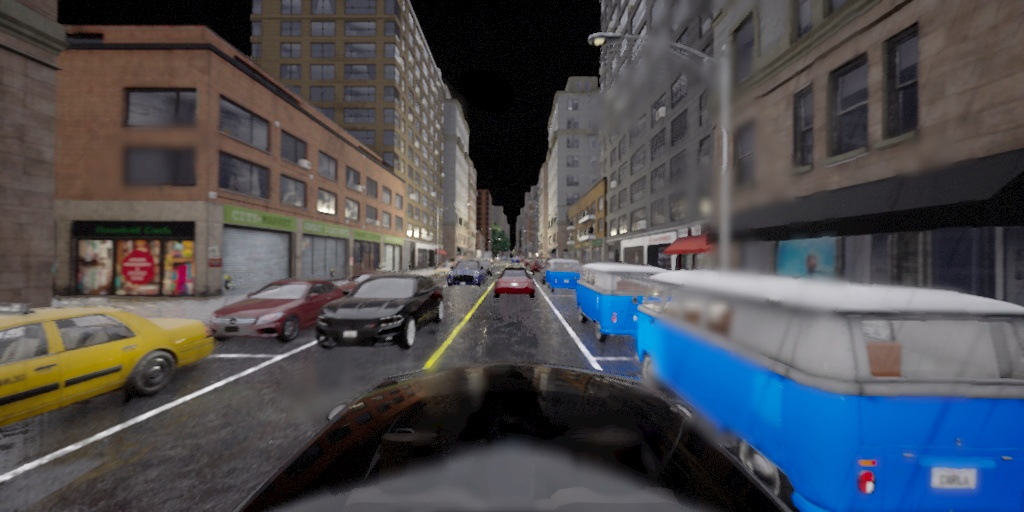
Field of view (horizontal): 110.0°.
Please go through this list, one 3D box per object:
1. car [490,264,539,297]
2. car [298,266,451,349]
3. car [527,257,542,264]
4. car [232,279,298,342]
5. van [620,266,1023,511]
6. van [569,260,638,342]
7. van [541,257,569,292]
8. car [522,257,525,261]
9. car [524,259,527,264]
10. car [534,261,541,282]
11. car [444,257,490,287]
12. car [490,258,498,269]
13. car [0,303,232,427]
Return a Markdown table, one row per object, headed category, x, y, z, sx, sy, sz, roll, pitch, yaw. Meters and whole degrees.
| category | x | y | z | sx | sy | sz | roll | pitch | yaw |
| --- | --- | --- | --- | --- | --- | --- | --- | --- | --- |
| car | 0.139 | 1.287 | 18.626 | 1.994 | 1.385 | 4.181 | 0 | 0 | 1 |
| car | -3.044 | 1.196 | 9.276 | 1.882 | 1.535 | 5.008 | 0 | 0 | 0 |
| car | 2.975 | 1.027 | 36.961 | 2.192 | 1.841 | 5.009 | 0 | 0 | 1 |
| car | -5.805 | 1.284 | 9.559 | 1.802 | 1.307 | 4.207 | 0 | 0 | 1 |
| van | 2.678 | 1.103 | 4.014 | 1.690 | 1.789 | 3.998 | 0 | 0 | 1 |
| van | 2.728 | 1.093 | 9.505 | 1.690 | 1.789 | 3.998 | 0 | 0 | 1 |
| van | 2.827 | 1.076 | 20.487 | 1.690 | 1.789 | 3.998 | 0 | 0 | 1 |
| car | 3.222 | 1.238 | 64.416 | 1.888 | 1.381 | 4.507 | 0 | 0 | 1 |
| car | 3.074 | 1.252 | 47.943 | 2.007 | 1.370 | 4.403 | 0 | 0 | 1 |
| car | 2.876 | 1.278 | 25.979 | 2.007 | 1.370 | 4.403 | 0 | 0 | 1 |
| car | -2.889 | 1.049 | 23.616 | 2.097 | 1.767 | 4.553 | 0 | 0 | 1 |
| car | -2.712 | 1.200 | 35.009 | 1.837 | 1.490 | 4.892 | 0 | 0 | 1 |
| car | -5.856 | 1.236 | 3.896 | 1.751 | 1.417 | 4.829 | 0 | 0 | 1 |
